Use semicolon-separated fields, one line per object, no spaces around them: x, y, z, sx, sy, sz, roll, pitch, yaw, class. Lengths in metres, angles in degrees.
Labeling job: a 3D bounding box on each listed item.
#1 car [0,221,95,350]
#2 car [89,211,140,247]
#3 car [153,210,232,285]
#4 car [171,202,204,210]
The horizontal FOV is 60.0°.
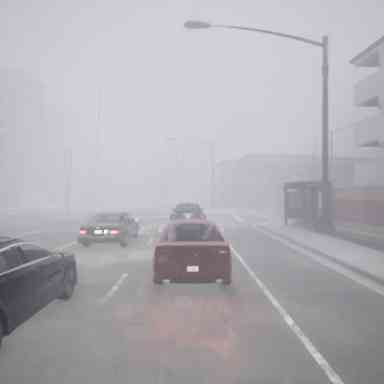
-3.467;1.510;5.595;2.128;1.511;4.902;0;0;0;car
-3.653;1.597;15.335;2.033;1.411;5.357;0;0;-1;car
-0.012;1.509;9.666;1.882;1.535;5.008;0;0;-1;car
-0.276;1.418;21.097;2.097;1.767;4.553;0;0;-1;car
